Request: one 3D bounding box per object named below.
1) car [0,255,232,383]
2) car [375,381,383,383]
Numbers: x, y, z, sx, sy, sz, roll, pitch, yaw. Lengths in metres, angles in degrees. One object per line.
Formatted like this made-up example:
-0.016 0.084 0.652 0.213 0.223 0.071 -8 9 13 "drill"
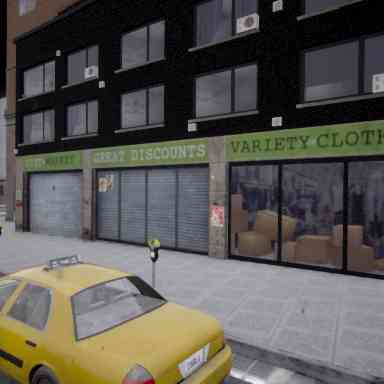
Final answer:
-1.855 1.524 4.416 4.829 1.417 1.752 0 1 36 "car"
2.829 1.551 1.071 4.403 1.369 2.008 0 1 36 "car"
